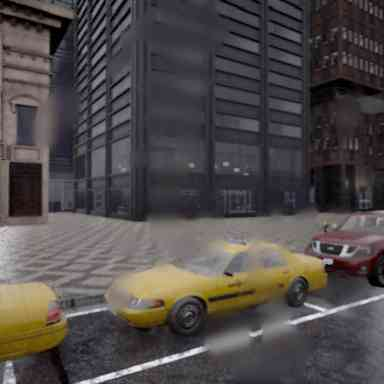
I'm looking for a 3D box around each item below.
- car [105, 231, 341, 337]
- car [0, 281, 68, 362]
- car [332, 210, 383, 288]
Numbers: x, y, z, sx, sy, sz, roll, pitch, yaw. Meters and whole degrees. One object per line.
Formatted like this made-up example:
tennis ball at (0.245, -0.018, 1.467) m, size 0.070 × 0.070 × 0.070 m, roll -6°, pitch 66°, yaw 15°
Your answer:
car at (0.733, 1.638, 6.803) m, size 4.829 × 1.417 × 1.752 m, roll 1°, pitch -1°, yaw -33°
car at (-4.020, 1.574, 3.766) m, size 4.829 × 1.417 × 1.752 m, roll 1°, pitch -1°, yaw -33°
car at (5.630, 1.494, 9.935) m, size 5.009 × 1.841 × 2.192 m, roll 1°, pitch -1°, yaw -33°
